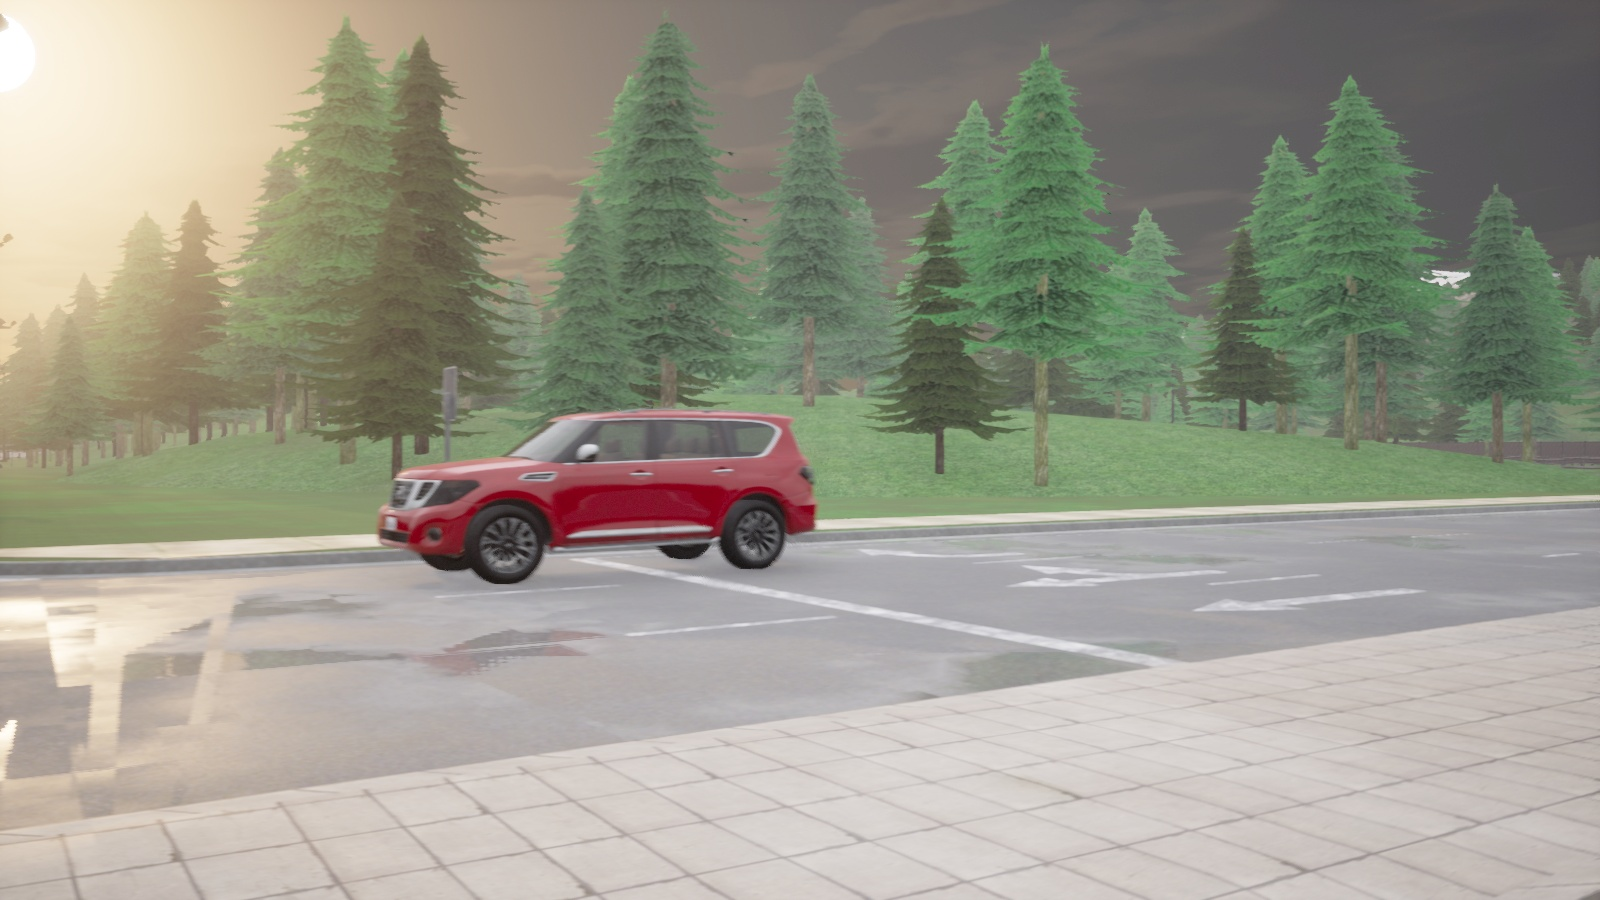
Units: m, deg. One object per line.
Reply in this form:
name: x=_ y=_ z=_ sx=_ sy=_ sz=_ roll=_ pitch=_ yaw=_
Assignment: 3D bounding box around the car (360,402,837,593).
car: x=-2.431 y=0.507 z=15.903 sx=5.566 sy=2.045 sz=2.150 roll=0 pitch=0 yaw=-34
